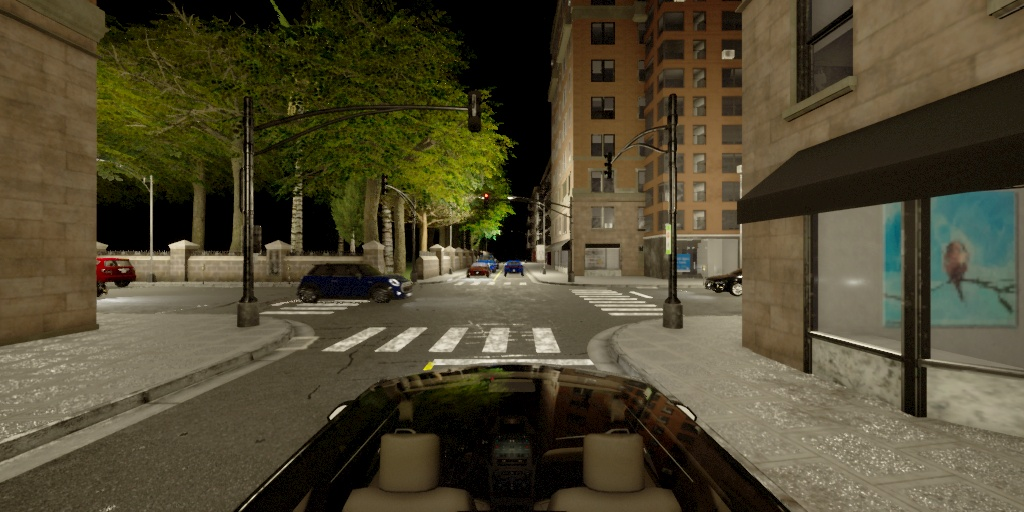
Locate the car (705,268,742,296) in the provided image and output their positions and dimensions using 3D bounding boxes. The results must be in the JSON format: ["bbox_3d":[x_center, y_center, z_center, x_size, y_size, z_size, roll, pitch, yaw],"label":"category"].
[{"bbox_3d":[12.691,1.271,18.674,4.892,1.490,1.837,0,0,1],"label":"car"}]

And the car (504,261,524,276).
[{"bbox_3d":[0.180,1.201,36.789,1.882,1.535,5.008,0,0,0],"label":"car"}]

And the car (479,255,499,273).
[{"bbox_3d":[-3.039,0.933,42.910,2.150,2.045,5.566,0,0,0],"label":"car"}]

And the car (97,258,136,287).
[{"bbox_3d":[-25.921,1.035,21.775,5.009,1.841,2.192,0,0,1],"label":"car"}]

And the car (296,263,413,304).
[{"bbox_3d":[-6.758,1.096,15.742,4.553,1.767,2.097,0,0,1],"label":"car"}]

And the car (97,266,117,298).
[{"bbox_3d":[-20.847,1.291,15.937,4.181,1.385,1.994,0,0,1],"label":"car"}]

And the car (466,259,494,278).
[{"bbox_3d":[-3.051,1.293,33.602,1.994,1.385,4.181,0,0,0],"label":"car"}]
